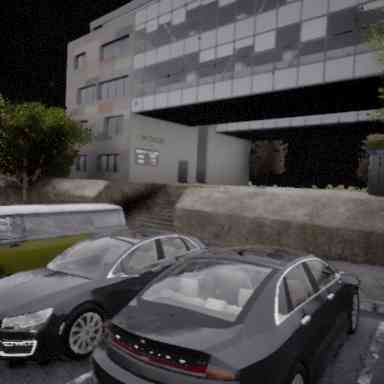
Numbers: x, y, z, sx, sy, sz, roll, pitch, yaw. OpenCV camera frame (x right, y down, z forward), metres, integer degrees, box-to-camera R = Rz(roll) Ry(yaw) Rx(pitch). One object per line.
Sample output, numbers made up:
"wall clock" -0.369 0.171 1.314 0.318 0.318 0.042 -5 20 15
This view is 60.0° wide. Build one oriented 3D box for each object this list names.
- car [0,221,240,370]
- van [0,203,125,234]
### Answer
"car" -1.295 1.499 6.215 2.231 1.521 4.892 0 0 36
"van" -3.640 1.283 7.739 1.878 1.987 4.442 0 0 36
